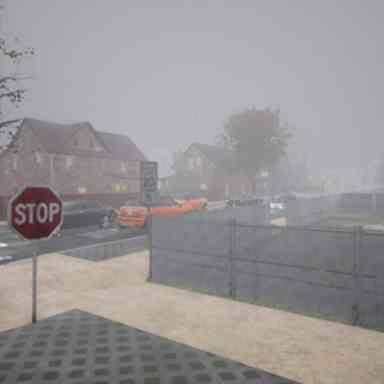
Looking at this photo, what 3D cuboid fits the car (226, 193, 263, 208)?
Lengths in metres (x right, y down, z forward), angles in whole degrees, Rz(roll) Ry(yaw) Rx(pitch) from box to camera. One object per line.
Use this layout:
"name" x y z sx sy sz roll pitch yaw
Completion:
"car" 5.084 0.813 31.965 1.895 1.301 4.718 1 2 35

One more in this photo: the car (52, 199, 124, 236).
"car" -5.968 1.166 16.421 1.837 1.490 4.892 1 2 35

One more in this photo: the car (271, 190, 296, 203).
"car" 11.174 0.458 40.476 2.128 1.511 4.902 1 2 36

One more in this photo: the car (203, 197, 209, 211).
"car" -0.740 0.801 23.773 2.097 1.767 4.553 1 2 35

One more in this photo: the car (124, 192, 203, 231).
"car" -1.692 0.983 17.461 2.097 1.767 4.553 1 2 36
